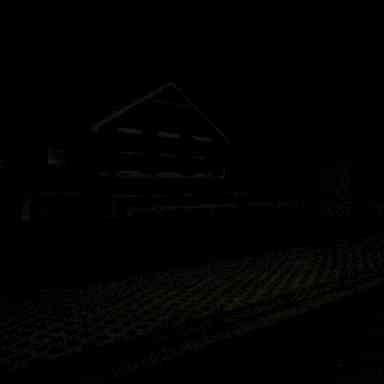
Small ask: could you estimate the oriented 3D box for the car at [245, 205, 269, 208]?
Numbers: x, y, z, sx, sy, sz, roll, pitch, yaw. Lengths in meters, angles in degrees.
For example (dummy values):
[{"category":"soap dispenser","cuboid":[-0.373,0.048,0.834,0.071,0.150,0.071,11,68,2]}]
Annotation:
[{"category":"car","cuboid":[6.371,2.032,31.282,4.892,1.490,1.837,-2,-1,44]}]
